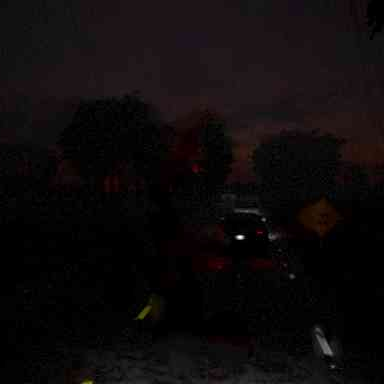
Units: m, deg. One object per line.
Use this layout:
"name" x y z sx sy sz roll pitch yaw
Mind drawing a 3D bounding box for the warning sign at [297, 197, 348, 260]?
"warning sign" 4.186 1.113 10.773 1.300 1.860 1.060 1 1 10

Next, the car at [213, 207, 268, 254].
"car" 2.021 1.521 13.421 1.994 1.385 4.181 1 0 10

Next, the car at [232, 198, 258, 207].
"car" 4.393 1.434 26.682 1.895 1.301 4.718 1 1 11

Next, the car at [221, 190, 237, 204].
"car" 6.010 0.774 53.393 2.150 2.045 5.566 1 0 11
